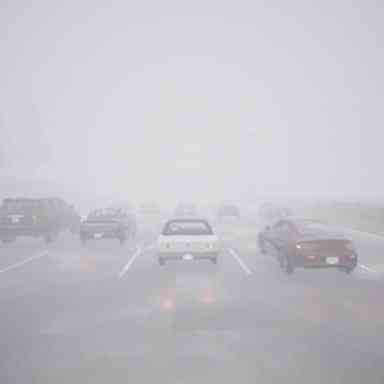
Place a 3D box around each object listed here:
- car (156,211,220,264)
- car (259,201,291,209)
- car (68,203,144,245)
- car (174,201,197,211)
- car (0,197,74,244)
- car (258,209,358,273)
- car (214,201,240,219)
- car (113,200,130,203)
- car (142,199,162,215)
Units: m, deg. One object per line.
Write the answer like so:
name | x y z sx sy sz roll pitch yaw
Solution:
car | -0.158 1.588 11.808 1.895 1.301 4.718 0 0 -1
car | 6.513 1.454 26.254 1.812 1.442 4.674 0 0 -1
car | -3.748 1.497 15.491 2.128 1.511 4.902 0 0 -1
car | -0.603 1.532 30.849 1.994 1.385 4.181 0 0 -1
car | -7.260 1.248 16.305 2.150 2.045 5.566 0 0 -1
car | 3.375 1.492 10.409 1.812 1.442 4.674 0 0 -1
car | 2.953 1.474 28.761 1.812 1.442 4.674 0 0 -1
car | -7.717 1.571 35.848 1.994 1.385 4.181 0 0 -1
car | -4.177 1.464 34.197 1.882 1.535 5.008 0 0 -1
